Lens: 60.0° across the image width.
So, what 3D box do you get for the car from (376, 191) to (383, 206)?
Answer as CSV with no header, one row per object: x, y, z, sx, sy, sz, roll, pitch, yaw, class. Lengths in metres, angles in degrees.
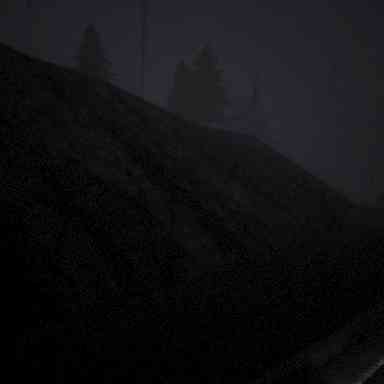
24.597,0.768,40.835,2.150,2.045,5.566,-1,0,11,car
